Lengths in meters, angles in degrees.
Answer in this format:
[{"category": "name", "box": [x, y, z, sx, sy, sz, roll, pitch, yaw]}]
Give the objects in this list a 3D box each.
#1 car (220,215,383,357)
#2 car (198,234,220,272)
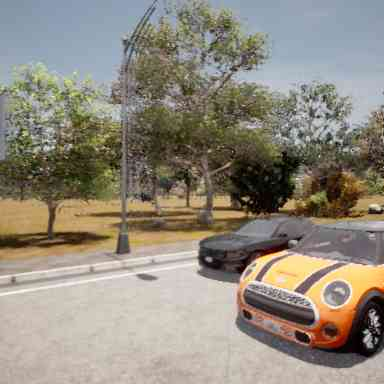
[{"category": "car", "box": [2.979, 1.356, 6.180, 4.553, 1.767, 2.097, 0, 0, -36]}, {"category": "car", "box": [2.451, 1.485, 10.125, 5.008, 1.535, 1.882, 0, 0, -36]}]
